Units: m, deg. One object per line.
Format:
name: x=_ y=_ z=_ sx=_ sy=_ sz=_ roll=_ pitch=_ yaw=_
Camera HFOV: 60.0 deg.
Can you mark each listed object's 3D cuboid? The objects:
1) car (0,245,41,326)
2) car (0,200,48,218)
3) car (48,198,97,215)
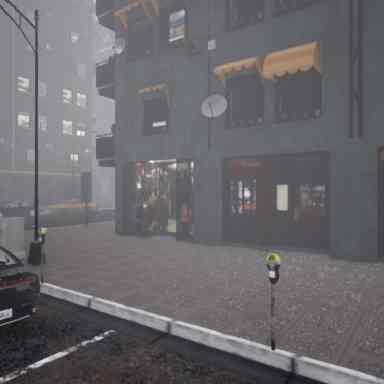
car: x=-4.519 y=1.551 z=6.086 sx=4.403 sy=1.369 sz=2.008 roll=0 pitch=0 yaw=35
car: x=-14.103 y=1.350 z=26.086 sx=2.008 sy=1.369 sz=4.403 roll=1 pitch=1 yaw=35
car: x=-11.019 y=1.250 z=30.514 sx=1.752 sy=1.417 sz=4.829 roll=1 pitch=1 yaw=35
